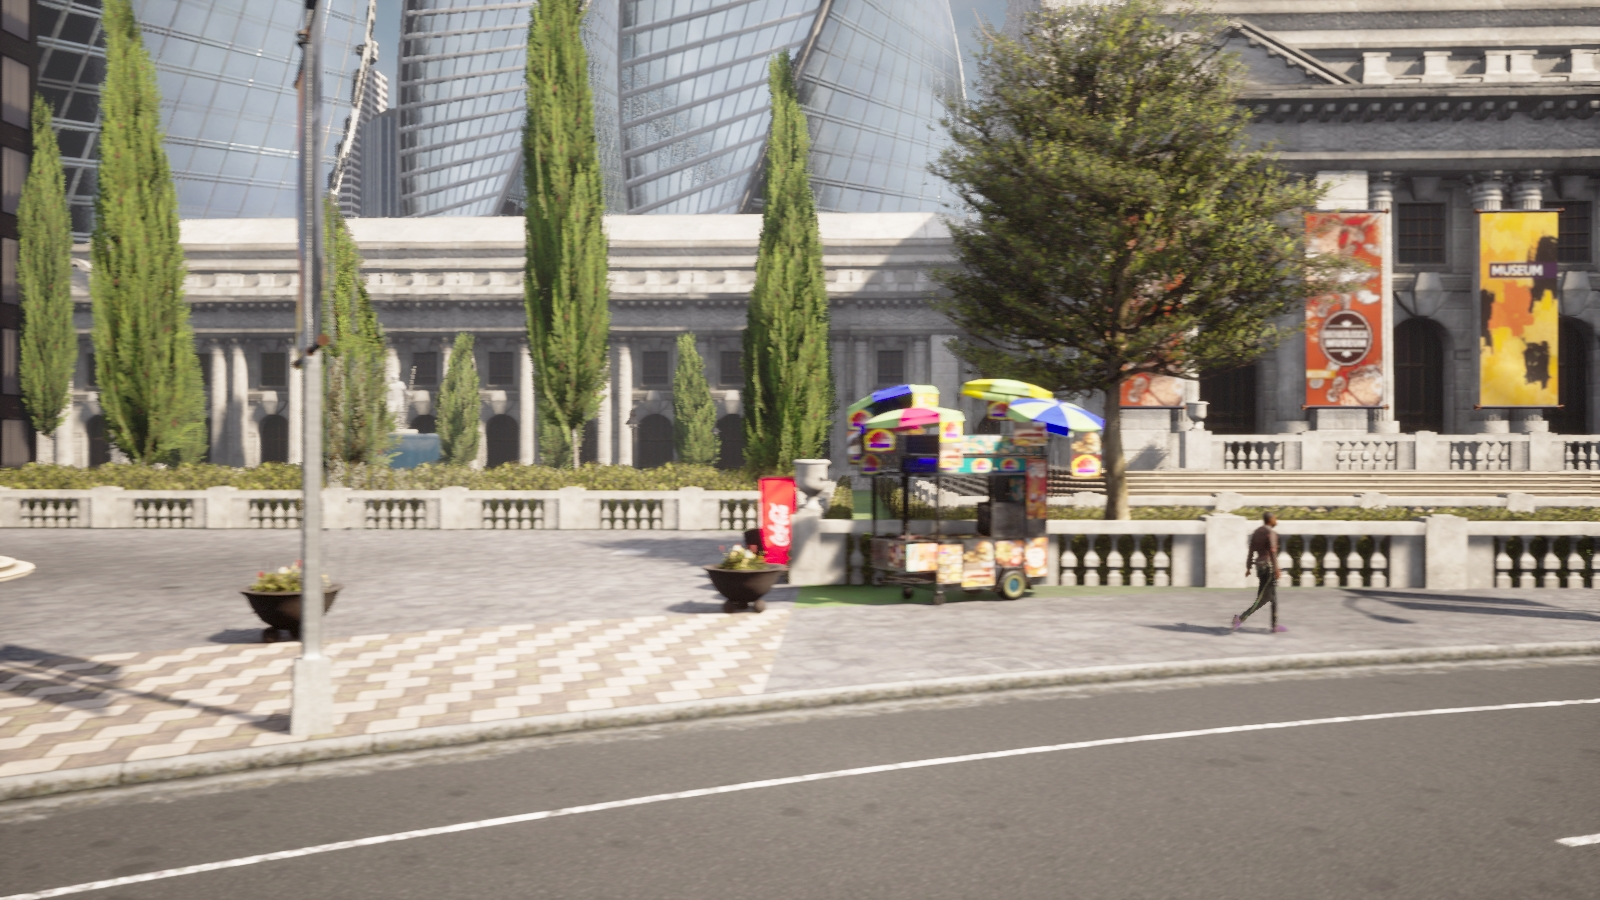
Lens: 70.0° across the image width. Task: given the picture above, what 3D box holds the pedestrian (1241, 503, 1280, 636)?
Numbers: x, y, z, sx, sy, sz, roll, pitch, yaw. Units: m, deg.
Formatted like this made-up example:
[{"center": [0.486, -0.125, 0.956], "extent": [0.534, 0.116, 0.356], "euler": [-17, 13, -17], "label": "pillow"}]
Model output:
[{"center": [6.572, 1.693, 16.317], "extent": [0.375, 1.860, 0.375], "euler": [0, 0, -11], "label": "pedestrian"}]
